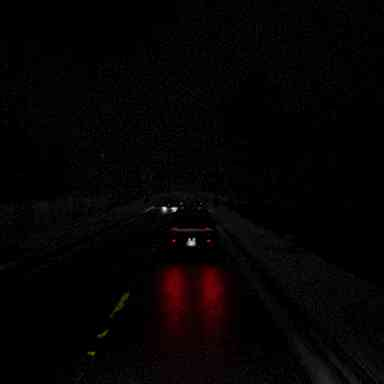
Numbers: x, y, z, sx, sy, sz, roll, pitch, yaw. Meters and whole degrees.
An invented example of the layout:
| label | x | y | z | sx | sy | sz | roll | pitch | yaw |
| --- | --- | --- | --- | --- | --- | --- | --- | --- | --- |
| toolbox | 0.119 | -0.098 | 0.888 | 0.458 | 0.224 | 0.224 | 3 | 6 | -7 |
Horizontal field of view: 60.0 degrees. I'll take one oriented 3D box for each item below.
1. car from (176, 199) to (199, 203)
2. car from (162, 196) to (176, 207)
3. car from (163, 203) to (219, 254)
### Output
| label | x | y | z | sx | sy | sz | roll | pitch | yaw |
| --- | --- | --- | --- | --- | --- | --- | --- | --- | --- |
| car | -0.055 | 1.373 | 28.075 | 1.994 | 1.385 | 4.181 | 0 | 1 | 0 |
| car | -2.936 | 1.226 | 44.976 | 2.033 | 1.411 | 5.357 | 0 | 0 | 0 |
| car | -0.004 | 1.406 | 13.010 | 2.128 | 1.511 | 4.902 | 0 | 0 | 0 |
